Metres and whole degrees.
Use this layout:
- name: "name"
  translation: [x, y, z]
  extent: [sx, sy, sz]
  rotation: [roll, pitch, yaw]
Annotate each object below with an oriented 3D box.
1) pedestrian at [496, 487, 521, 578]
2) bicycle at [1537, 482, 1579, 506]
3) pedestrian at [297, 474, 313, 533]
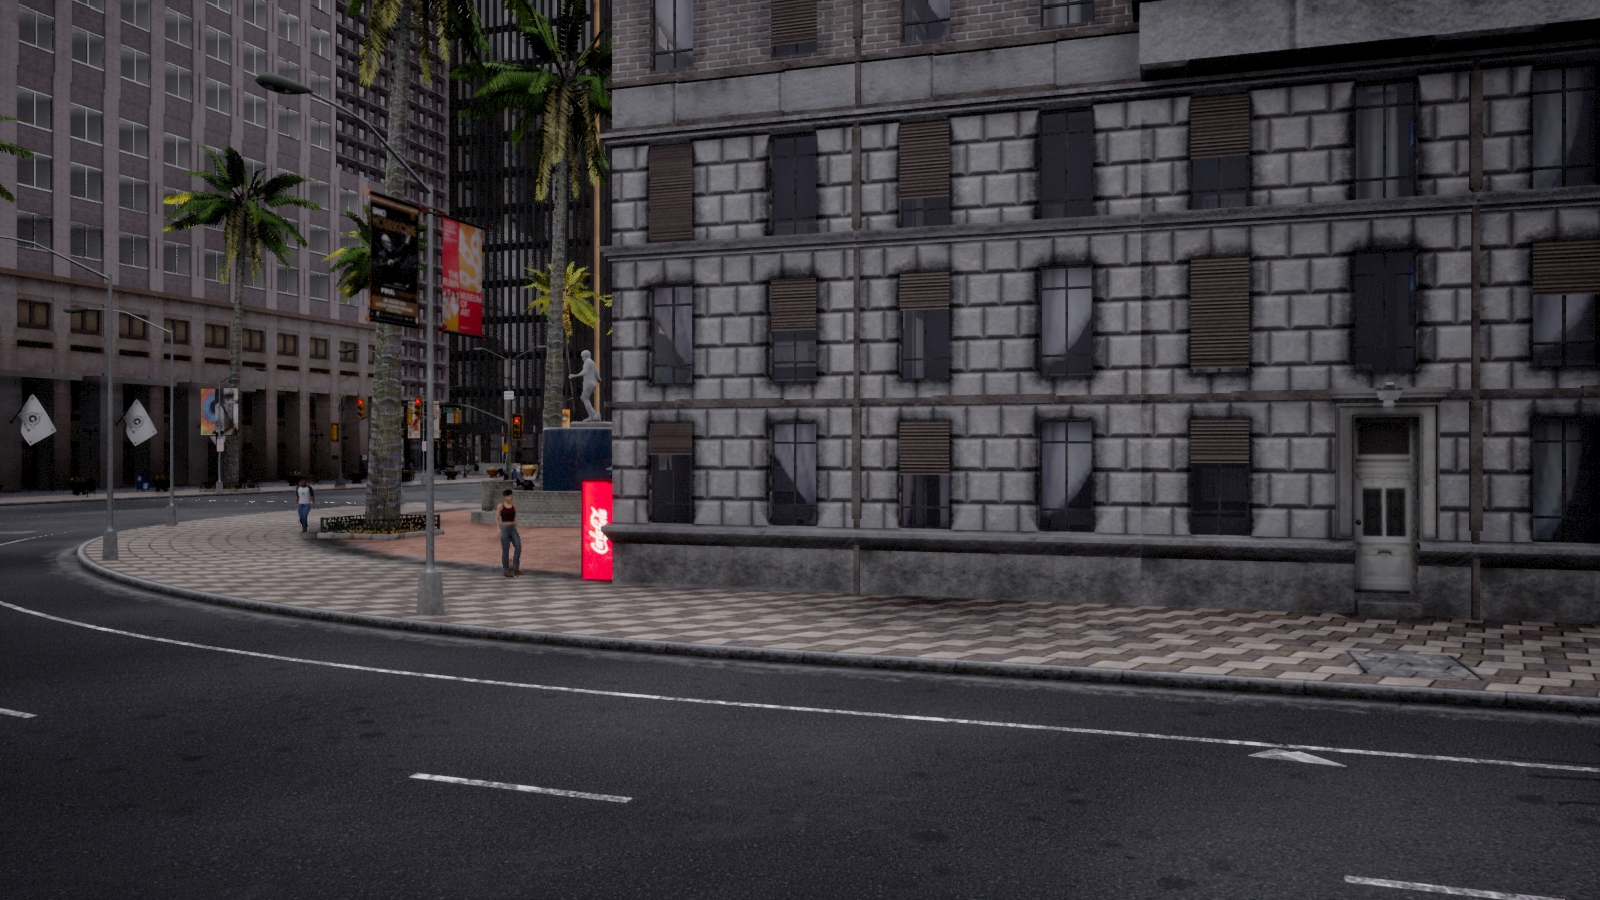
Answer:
- name: "pedestrian"
  translation: [-6.039, 1.696, 23.661]
  extent: [0.375, 1.860, 0.375]
  rotation: [0, 0, -43]
- name: "bicycle"
  translation: [38.727, 2.246, 58.374]
  extent: [0.329, 1.171, 1.835]
  rotation: [7, -4, -27]
- name: "pedestrian"
  translation: [-15.747, 1.696, 36.341]
  extent: [0.375, 1.860, 0.375]
  rotation: [0, 0, -10]
